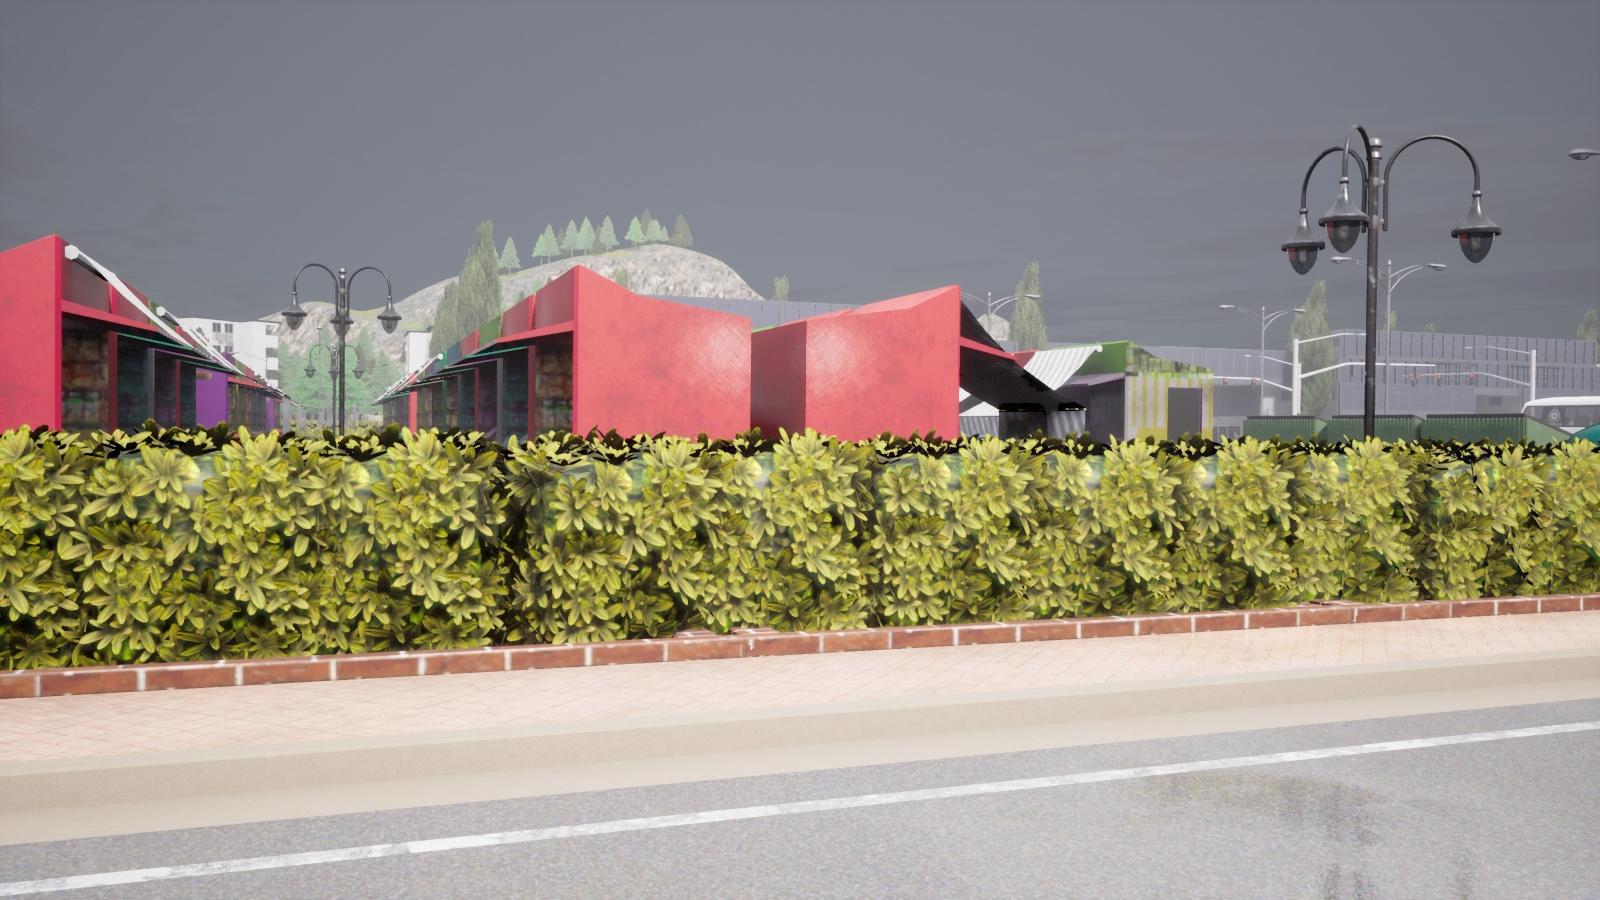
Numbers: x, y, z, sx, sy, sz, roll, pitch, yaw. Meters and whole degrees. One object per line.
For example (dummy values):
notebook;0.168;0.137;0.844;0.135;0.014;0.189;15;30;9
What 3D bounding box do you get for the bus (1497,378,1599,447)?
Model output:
bus;50.412;-2.370;80.068;3.944;4.253;10.273;-1;1;-21
